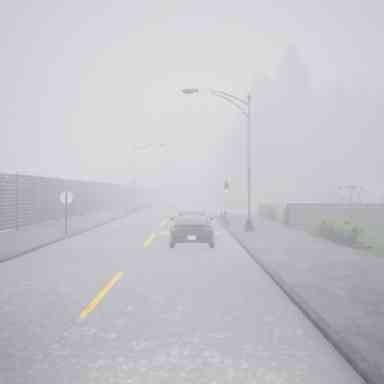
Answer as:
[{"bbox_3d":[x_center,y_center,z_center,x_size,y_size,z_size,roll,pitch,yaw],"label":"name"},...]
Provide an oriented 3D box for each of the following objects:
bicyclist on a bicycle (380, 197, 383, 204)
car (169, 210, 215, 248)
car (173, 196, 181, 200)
[{"bbox_3d":[19.794,1.347,34.171,0.582,1.620,1.656,0,0,0],"label":"bicyclist on a bicycle"},{"bbox_3d":[0.000,1.532,14.649,1.812,1.442,4.674,0,0,0],"label":"car"},{"bbox_3d":[-3.996,1.594,89.590,1.895,1.301,4.718,0,0,4],"label":"car"}]
